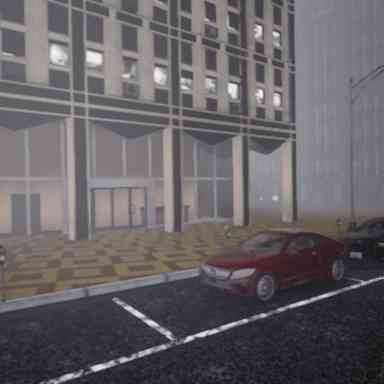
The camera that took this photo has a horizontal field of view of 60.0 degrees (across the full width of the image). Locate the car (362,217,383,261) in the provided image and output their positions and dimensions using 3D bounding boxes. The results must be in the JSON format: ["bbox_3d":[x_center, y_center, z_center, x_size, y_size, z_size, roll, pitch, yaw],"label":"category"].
[{"bbox_3d":[6.745,1.530,11.343,4.313,1.339,1.947,0,-1,-35],"label":"car"}]

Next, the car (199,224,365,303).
[{"bbox_3d":[2.126,1.563,8.048,4.206,1.307,1.802,0,-1,-35],"label":"car"}]
